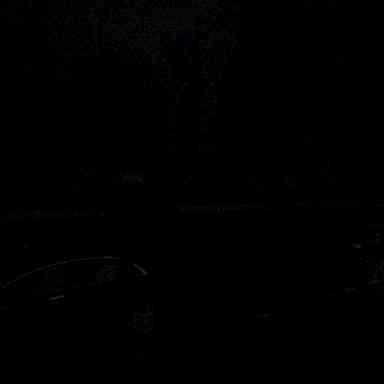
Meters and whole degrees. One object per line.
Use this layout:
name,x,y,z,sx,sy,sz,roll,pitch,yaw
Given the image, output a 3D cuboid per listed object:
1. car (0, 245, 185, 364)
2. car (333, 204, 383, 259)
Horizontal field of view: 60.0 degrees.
car,-2.176,1.553,5.007,4.403,1.369,2.008,0,0,-36
car,7.069,1.343,11.619,5.009,1.841,2.192,0,0,-36
